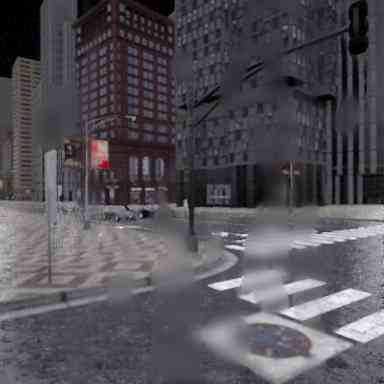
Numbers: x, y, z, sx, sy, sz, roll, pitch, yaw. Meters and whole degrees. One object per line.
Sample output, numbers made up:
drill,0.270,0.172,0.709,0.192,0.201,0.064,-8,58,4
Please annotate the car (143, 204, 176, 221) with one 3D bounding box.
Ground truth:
car,-3.370,1.865,31.559,1.882,1.535,5.008,-1,-1,-36

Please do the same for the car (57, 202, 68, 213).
car,-19.896,2.219,49.039,2.097,1.767,4.553,-1,-1,-36

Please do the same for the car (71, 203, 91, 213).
car,-16.723,2.389,50.193,1.994,1.385,4.181,-1,-1,-35

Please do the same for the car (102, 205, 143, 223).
car,-6.734,1.943,30.666,1.837,1.490,4.892,-1,-1,-36
